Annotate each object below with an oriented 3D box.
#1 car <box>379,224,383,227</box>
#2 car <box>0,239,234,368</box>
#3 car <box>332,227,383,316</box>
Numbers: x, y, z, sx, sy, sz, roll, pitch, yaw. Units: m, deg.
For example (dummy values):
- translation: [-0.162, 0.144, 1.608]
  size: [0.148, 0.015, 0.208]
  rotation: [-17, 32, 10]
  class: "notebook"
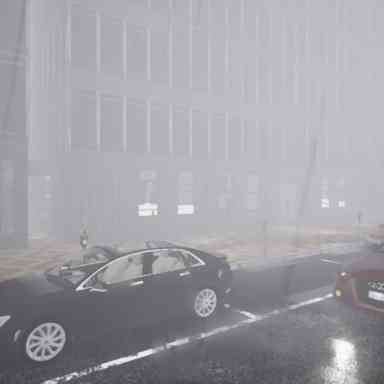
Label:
- translation: [8.035, 1.582, 12.258]
  size: [4.206, 1.307, 1.802]
  rotation: [0, 0, -35]
  class: "car"
- translation: [-1.246, 1.551, 5.666]
  size: [4.403, 1.369, 2.008]
  rotation: [0, 0, -35]
  class: "car"
- translation: [4.736, 1.564, 6.737]
  size: [4.181, 1.385, 1.994]
  rotation: [0, 0, -35]
  class: "car"
